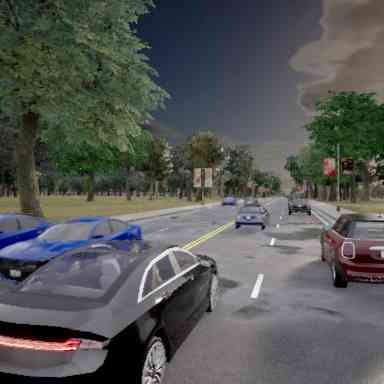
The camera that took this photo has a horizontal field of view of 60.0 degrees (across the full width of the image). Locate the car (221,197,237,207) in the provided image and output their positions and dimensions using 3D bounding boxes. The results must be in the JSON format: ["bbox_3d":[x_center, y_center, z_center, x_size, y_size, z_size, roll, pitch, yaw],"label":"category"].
[{"bbox_3d":[5.876,1.531,51.868,1.882,1.535,5.008,0,0,16],"label":"car"}]

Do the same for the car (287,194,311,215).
[{"bbox_3d":[10.957,1.367,33.962,2.097,1.767,4.553,0,0,17],"label":"car"}]

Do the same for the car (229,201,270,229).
[{"bbox_3d":[4.033,1.550,21.777,2.033,1.411,5.357,0,0,17],"label":"car"}]

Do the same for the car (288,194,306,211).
[{"bbox_3d":[13.771,1.259,43.789,2.150,2.045,5.566,0,0,16],"label":"car"}]

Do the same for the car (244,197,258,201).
[{"bbox_3d":[9.152,1.547,51.490,2.128,1.511,4.902,0,0,16],"label":"car"}]

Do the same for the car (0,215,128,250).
[{"bbox_3d":[-3.130,1.478,9.601,1.882,1.535,5.008,0,0,16],"label":"car"}]

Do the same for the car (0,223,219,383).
[{"bbox_3d":[-0.864,1.491,5.062,2.128,1.511,4.902,0,0,16],"label":"car"}]

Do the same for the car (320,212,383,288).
[{"bbox_3d":[4.790,1.353,9.114,2.097,1.767,4.553,0,0,16],"label":"car"}]

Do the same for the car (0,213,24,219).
[{"bbox_3d":[-6.262,1.478,10.473,1.882,1.535,5.008,0,0,16],"label":"car"}]
